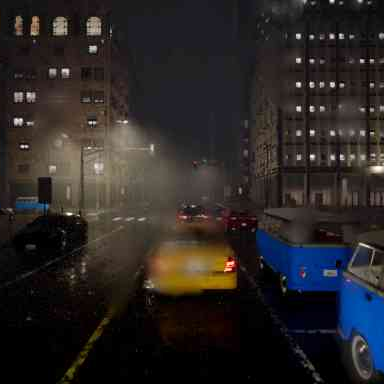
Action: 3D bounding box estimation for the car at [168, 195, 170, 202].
[{"bbox_3d":[-5.674,1.560,63.237,1.802,1.307,4.206,1,0,0],"label":"car"}]

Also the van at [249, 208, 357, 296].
[{"bbox_3d":[2.704,1.343,8.335,1.690,1.788,3.998,1,0,0],"label":"van"}]

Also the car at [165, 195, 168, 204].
[{"bbox_3d":[-5.673,1.425,57.586,1.967,1.590,4.097,1,0,0],"label":"car"}]

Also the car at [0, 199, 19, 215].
[{"bbox_3d":[-19.840,1.620,32.423,4.403,1.369,2.008,0,0,1],"label":"car"}]

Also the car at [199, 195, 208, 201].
[{"bbox_3d":[2.708,1.510,80.189,2.008,1.369,4.403,1,0,0],"label":"car"}]

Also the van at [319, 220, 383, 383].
[{"bbox_3d":[2.704,1.342,2.758,1.690,1.788,3.998,1,0,0],"label":"van"}]

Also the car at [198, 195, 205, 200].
[{"bbox_3d":[2.709,1.472,91.663,1.752,1.417,4.829,1,0,0],"label":"car"}]

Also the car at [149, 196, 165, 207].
[{"bbox_3d":[-5.676,1.572,51.933,1.802,1.307,4.206,1,0,0],"label":"car"}]

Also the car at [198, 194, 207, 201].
[{"bbox_3d":[2.710,1.393,85.841,1.967,1.590,4.097,1,0,0],"label":"car"}]

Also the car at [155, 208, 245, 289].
[{"bbox_3d":[0.098,1.458,9.095,1.801,1.575,5.366,0,0,0],"label":"car"}]

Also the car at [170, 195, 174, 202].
[{"bbox_3d":[-5.673,1.517,74.539,2.008,1.369,4.403,1,0,0],"label":"car"}]

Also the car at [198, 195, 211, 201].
[{"bbox_3d":[2.706,1.529,63.235,2.008,1.369,4.403,1,0,0],"label":"car"}]

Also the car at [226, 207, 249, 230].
[{"bbox_3d":[2.702,1.545,19.488,1.887,1.381,4.507,1,0,0],"label":"car"}]

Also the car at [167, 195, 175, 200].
[{"bbox_3d":[-5.671,1.472,91.325,1.752,1.417,4.829,1,0,0],"label":"car"}]

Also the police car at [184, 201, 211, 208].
[{"bbox_3d":[0.106,1.505,19.415,2.038,1.542,4.974,0,0,0],"label":"police car"}]

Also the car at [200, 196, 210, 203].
[{"bbox_3d":[2.707,1.517,68.886,1.887,1.381,4.507,1,0,0],"label":"car"}]

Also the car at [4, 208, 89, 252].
[{"bbox_3d":[-5.679,1.567,13.918,1.947,1.339,4.313,1,0,0],"label":"car"}]

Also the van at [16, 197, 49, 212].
[{"bbox_3d":[-19.732,1.525,40.804,3.998,1.788,1.690,0,0,1],"label":"van"}]
